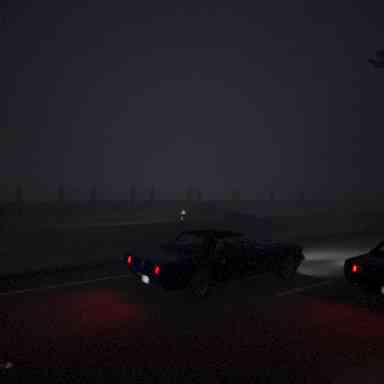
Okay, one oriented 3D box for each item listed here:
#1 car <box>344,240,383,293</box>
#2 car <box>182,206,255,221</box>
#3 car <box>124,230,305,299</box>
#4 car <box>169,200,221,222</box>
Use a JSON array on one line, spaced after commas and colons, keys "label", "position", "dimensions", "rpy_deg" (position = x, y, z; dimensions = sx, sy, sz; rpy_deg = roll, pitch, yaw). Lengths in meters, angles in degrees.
[{"label": "car", "position": [5.672, 1.672, 7.792], "dimensions": [4.718, 1.301, 1.895], "rpy_deg": [1, 0, -36]}, {"label": "car", "position": [1.858, 1.660, 18.212], "dimensions": [4.181, 1.385, 1.994], "rpy_deg": [1, 0, -35]}, {"label": "car", "position": [0.783, 1.645, 8.602], "dimensions": [4.718, 1.301, 1.895], "rpy_deg": [1, 0, -35]}, {"label": "car", "position": [0.485, 1.475, 25.829], "dimensions": [4.553, 1.767, 2.097], "rpy_deg": [1, 0, -35]}]
